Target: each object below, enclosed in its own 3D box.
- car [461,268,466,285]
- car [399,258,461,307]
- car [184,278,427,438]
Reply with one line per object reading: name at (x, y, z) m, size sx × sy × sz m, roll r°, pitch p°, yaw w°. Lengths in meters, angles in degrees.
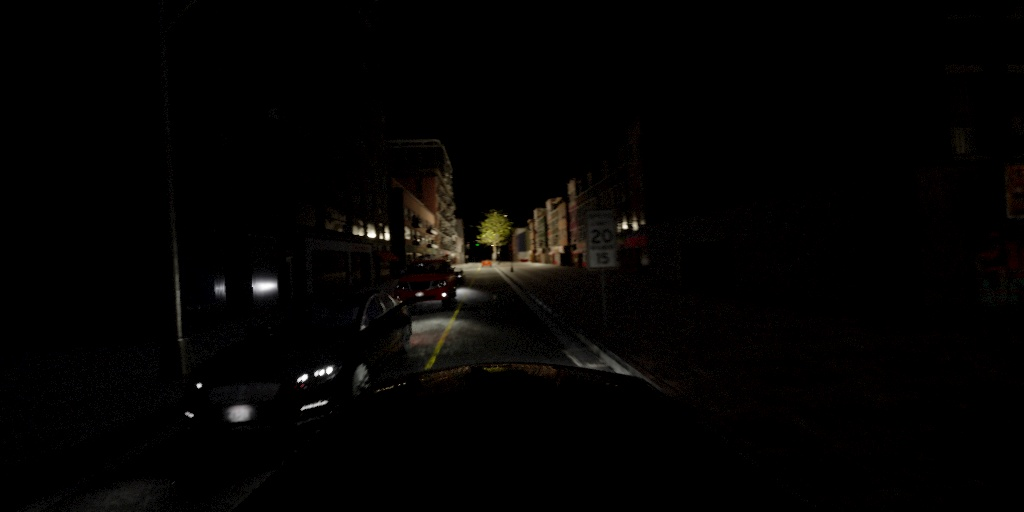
car at (-4.622, 1.586, 27.873) m, size 1.895 × 1.301 × 4.718 m, roll -3°, pitch 0°, yaw -4°
car at (-3.830, 1.162, 16.804) m, size 2.150 × 2.045 × 5.566 m, roll -3°, pitch 0°, yaw -4°
car at (-3.030, 1.389, 6.185) m, size 2.128 × 1.511 × 4.902 m, roll -3°, pitch 0°, yaw -4°
